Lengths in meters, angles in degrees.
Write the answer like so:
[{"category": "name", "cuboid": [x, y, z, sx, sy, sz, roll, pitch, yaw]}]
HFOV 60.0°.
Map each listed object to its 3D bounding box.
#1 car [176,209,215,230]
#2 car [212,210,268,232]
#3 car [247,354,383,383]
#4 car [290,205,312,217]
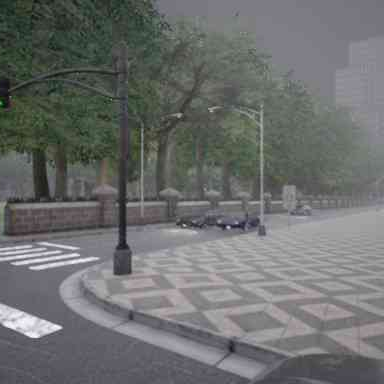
[{"category": "car", "cuboid": [1.035, 2.000, 25.347, 2.033, 1.411, 5.357, 0, -1, 35]}, {"category": "car", "cuboid": [3.684, 2.055, 23.620, 1.895, 1.301, 4.718, 0, -1, 36]}, {"category": "car", "cuboid": [2.159, 1.552, 1.422, 4.403, 1.369, 2.008, 0, 0, 36]}, {"category": "car", "cuboid": [14.644, 2.453, 44.476, 1.837, 1.490, 4.892, 0, -2, 36]}]
